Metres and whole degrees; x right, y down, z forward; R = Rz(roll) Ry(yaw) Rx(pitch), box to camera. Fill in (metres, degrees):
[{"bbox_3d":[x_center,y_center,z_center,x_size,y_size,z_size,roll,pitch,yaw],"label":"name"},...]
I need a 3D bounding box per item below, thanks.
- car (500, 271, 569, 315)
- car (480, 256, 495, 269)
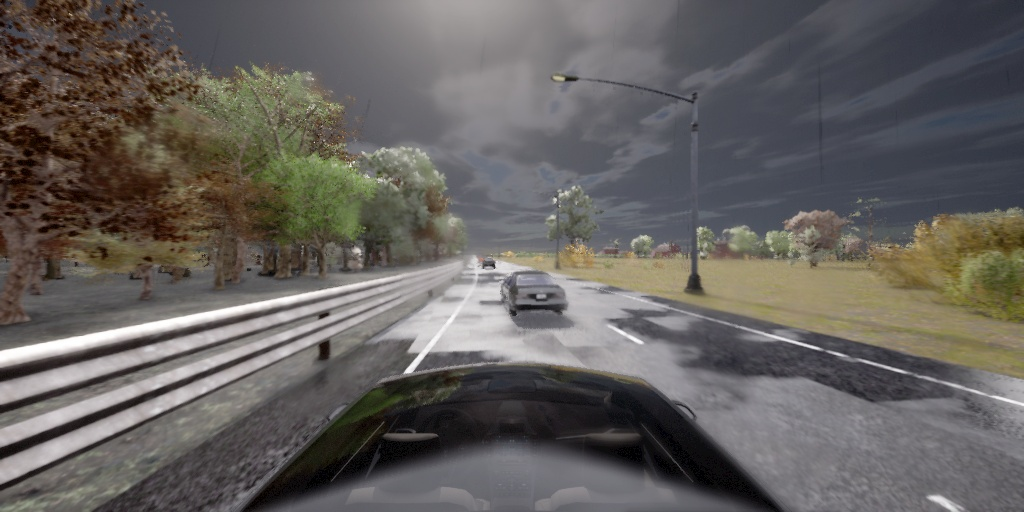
[{"bbox_3d":[0.649,1.261,13.323,2.033,1.411,5.357,0,0,-6],"label":"car"},{"bbox_3d":[-3.488,1.070,53.448,1.837,1.490,4.892,0,0,-6],"label":"car"}]
